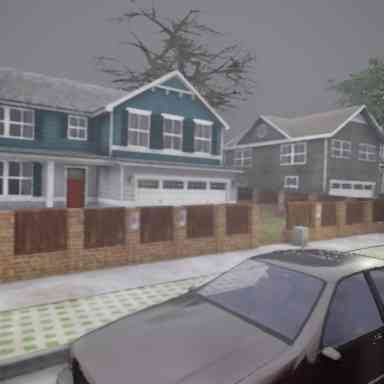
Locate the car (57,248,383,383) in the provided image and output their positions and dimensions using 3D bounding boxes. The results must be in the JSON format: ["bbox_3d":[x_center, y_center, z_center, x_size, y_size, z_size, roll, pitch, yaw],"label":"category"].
[{"bbox_3d":[1.381,1.463,3.937,5.357,1.411,2.033,0,2,-34],"label":"car"}]
